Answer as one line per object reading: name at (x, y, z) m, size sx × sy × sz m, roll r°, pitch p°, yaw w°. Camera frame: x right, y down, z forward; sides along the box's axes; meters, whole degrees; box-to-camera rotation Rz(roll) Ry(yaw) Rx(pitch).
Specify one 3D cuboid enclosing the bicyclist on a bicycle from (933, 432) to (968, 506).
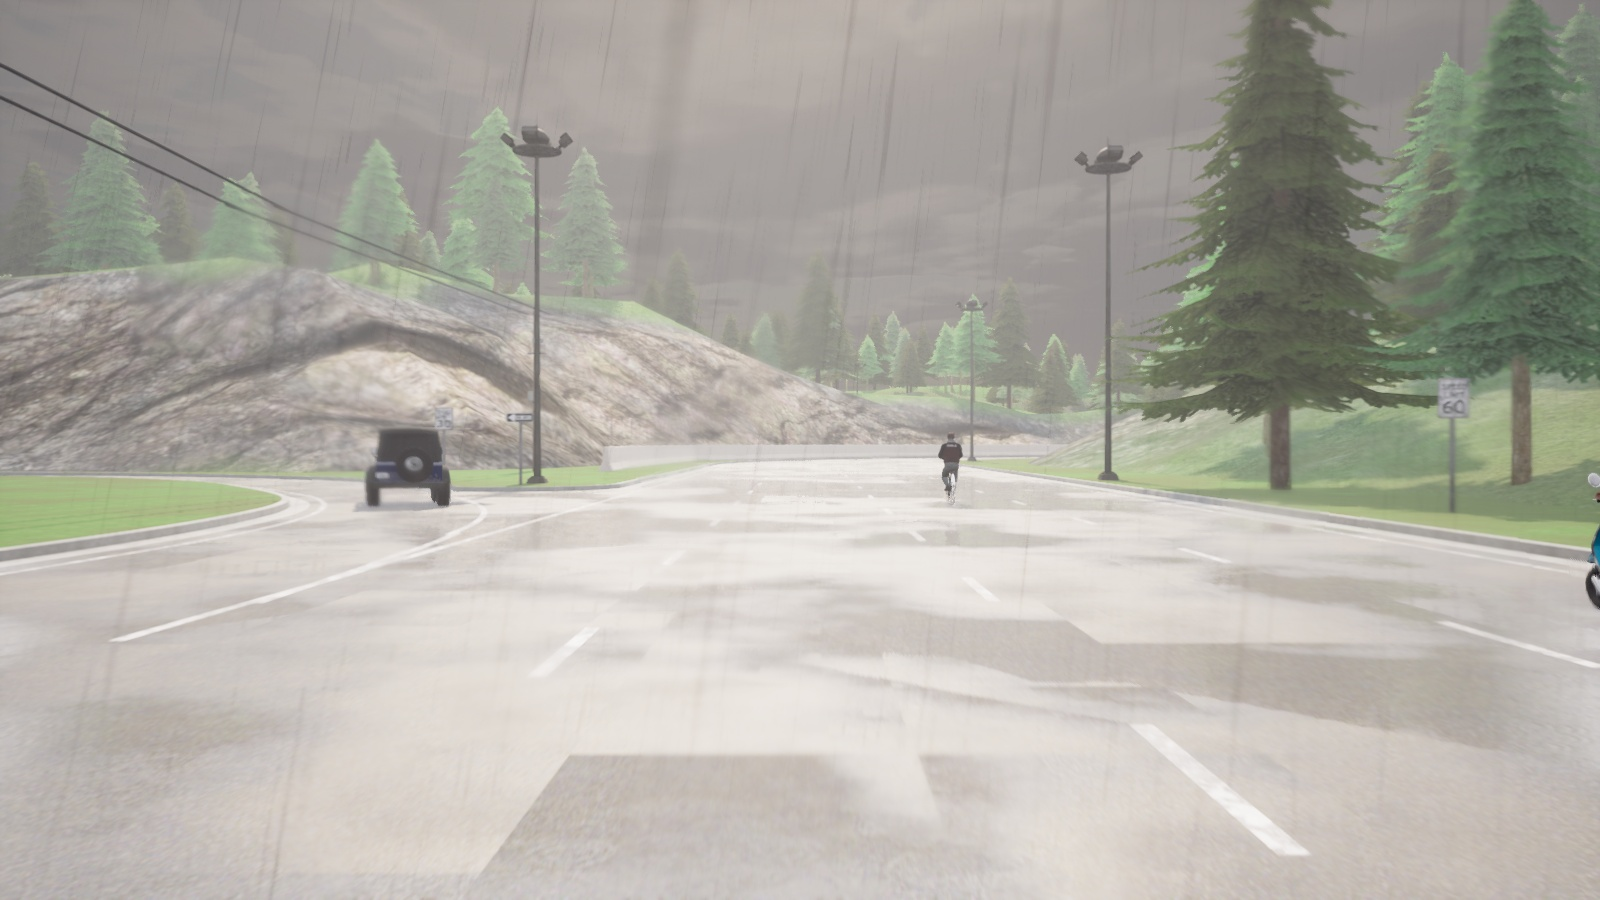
bicyclist on a bicycle at (3.692, 0.451, 30.895) m, size 0.659 × 1.776 × 1.843 m, roll 0°, pitch 1°, yaw 0°

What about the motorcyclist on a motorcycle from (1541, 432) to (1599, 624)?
motorcyclist on a motorcycle at (7.075, 0.649, 10.347) m, size 0.866 × 1.590 × 1.817 m, roll 0°, pitch 0°, yaw 0°

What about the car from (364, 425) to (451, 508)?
car at (-9.657, 0.367, 30.719) m, size 1.905 × 1.878 × 3.866 m, roll 0°, pitch 0°, yaw -19°
